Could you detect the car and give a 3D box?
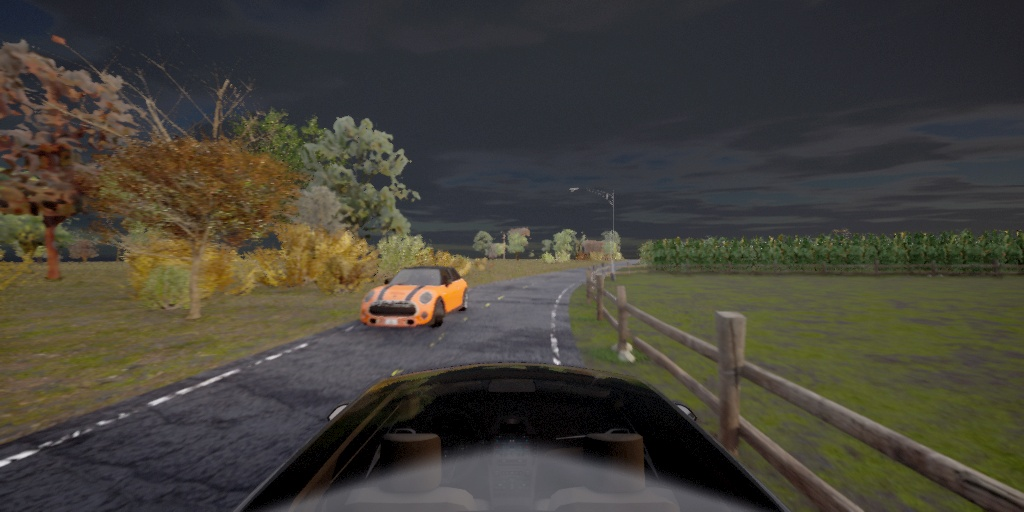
[{"bbox_3d":[-2.842,1.106,11.459,2.097,1.767,4.553,0,0,7],"label":"car"}]
